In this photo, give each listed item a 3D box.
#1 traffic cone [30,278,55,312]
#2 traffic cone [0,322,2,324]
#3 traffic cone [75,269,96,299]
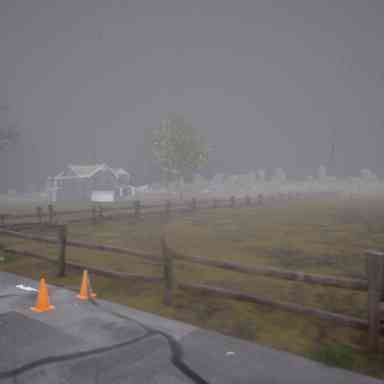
[{"bbox_3d":[-2.938,2.001,6.548,0.340,0.580,0.340,0,-1,36],"label":"traffic cone"},{"bbox_3d":[-3.526,1.994,5.739,0.340,0.580,0.340,0,-1,36],"label":"traffic cone"},{"bbox_3d":[-2.352,2.006,7.354,0.340,0.580,0.340,0,0,36],"label":"traffic cone"}]
